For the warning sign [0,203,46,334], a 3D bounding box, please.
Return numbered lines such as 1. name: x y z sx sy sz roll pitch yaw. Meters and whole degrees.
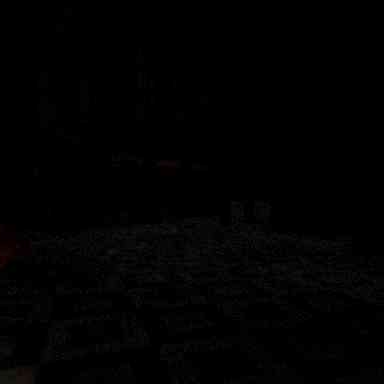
1. warning sign: -3.196 1.126 5.165 1.060 1.860 1.300 -1 0 35
